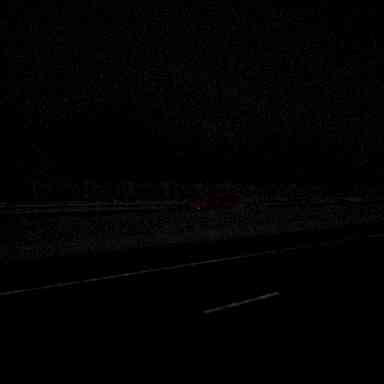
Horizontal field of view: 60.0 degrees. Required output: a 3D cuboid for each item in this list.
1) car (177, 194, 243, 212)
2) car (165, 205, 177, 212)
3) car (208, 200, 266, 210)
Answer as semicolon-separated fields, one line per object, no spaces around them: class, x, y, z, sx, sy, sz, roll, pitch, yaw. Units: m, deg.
car;1.891;1.207;26.830;5.566;2.045;2.150;0;0;-35
car;-0.099;1.478;29.707;4.902;1.511;2.128;0;0;-35
car;3.712;1.512;23.827;4.674;1.442;1.812;0;0;-35
